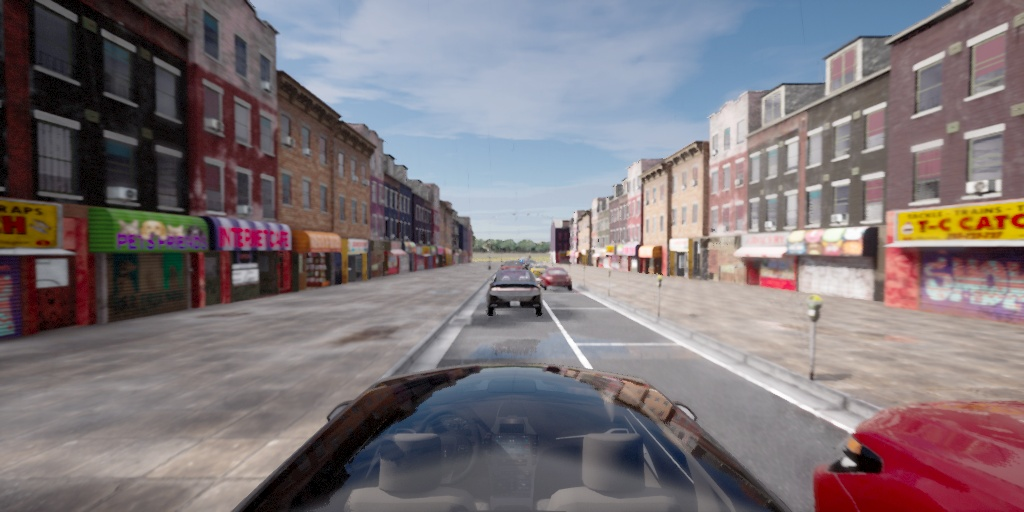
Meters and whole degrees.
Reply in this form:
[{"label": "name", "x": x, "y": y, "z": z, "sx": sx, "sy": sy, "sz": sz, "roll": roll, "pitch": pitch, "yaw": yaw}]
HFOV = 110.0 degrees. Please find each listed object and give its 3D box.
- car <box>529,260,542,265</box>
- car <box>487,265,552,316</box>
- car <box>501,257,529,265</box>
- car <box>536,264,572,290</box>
[{"label": "car", "x": 2.621, "y": 1.294, "z": 33.143, "sx": 1.751, "sy": 1.417, "sz": 4.829, "roll": 0, "pitch": 0, "yaw": 0}, {"label": "car", "x": 0.094, "y": 1.248, "z": 13.478, "sx": 2.128, "sy": 1.511, "sz": 4.902, "roll": 0, "pitch": 0, "yaw": 0}, {"label": "car", "x": 0.086, "y": 1.119, "z": 30.840, "sx": 2.097, "sy": 1.767, "sz": 4.553, "roll": 0, "pitch": 0, "yaw": 0}, {"label": "car", "x": 2.627, "y": 1.344, "z": 21.908, "sx": 1.802, "sy": 1.307, "sz": 4.207, "roll": 0, "pitch": 0, "yaw": 0}]
